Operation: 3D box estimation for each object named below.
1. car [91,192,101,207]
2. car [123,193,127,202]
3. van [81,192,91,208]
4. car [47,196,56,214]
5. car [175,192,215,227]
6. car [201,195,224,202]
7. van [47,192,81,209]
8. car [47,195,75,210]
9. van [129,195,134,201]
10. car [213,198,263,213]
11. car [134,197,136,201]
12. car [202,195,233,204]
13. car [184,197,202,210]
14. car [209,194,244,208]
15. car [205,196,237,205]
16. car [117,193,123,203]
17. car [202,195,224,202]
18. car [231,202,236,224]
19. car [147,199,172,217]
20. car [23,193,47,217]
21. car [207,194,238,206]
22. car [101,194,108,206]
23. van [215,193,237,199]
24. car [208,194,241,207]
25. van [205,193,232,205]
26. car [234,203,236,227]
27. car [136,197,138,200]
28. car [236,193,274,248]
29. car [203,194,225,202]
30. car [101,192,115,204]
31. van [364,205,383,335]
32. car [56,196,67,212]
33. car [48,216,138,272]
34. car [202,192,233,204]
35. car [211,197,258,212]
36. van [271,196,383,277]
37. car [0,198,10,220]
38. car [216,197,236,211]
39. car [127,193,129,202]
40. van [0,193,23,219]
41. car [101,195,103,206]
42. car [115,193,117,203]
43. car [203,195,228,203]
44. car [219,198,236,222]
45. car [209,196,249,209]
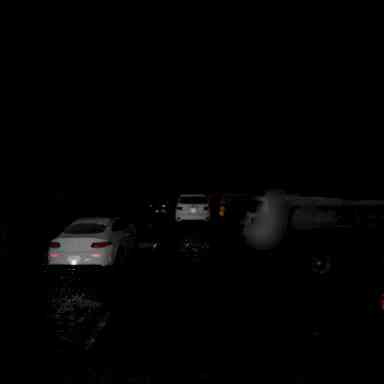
[{"bbox_3d":[-15.576,1.082,44.156,5.566,2.045,2.435,0,0,0],"label":"car"},{"bbox_3d":[-15.530,1.366,63.485,5.008,1.535,2.097,0,0,0],"label":"car"},{"bbox_3d":[-15.433,1.105,41.376,4.442,1.987,1.878,0,0,0],"label":"van"},{"bbox_3d":[-15.550,1.341,30.261,4.892,1.521,2.231,0,0,0],"label":"car"},{"bbox_3d":[0.095,1.116,21.685,2.150,2.045,5.566,0,0,0],"label":"car"},{"bbox_3d":[4.633,1.362,75.568,5.008,1.535,2.097,0,0,0],"label":"car"},{"bbox_3d":[-15.668,1.106,38.599,4.442,1.987,1.878,0,0,0],"label":"van"},{"bbox_3d":[-15.550,1.373,35.694,4.674,1.452,2.002,0,0,0],"label":"car"},{"bbox_3d":[-15.414,1.154,71.825,4.442,1.987,1.878,0,0,0],"label":"van"},{"bbox_3d":[4.628,1.347,34.208,4.892,1.521,2.231,0,0,0],"label":"car"},{"bbox_3d":[-15.560,1.249,74.733,4.553,1.767,2.185,0,0,0],"label":"car"},{"bbox_3d":[4.445,1.350,59.021,5.366,1.575,1.946,0,0,0],"label":"car"},{"bbox_3d":[0.093,1.351,41.140,2.128,1.511,4.902,0,0,0],"label":"car"},{"bbox_3d":[4.601,1.213,45.235,4.553,1.767,2.185,0,0,0],"label":"car"},{"bbox_3d":[4.636,1.345,53.506,5.008,1.535,2.097,0,0,0],"label":"car"},{"bbox_3d":[-15.568,1.103,58.053,5.566,2.045,2.435,0,0,0],"label":"car"},{"bbox_3d":[4.625,1.405,72.812,4.674,1.452,2.002,0,0,0],"label":"car"},{"bbox_3d":[4.639,1.429,17.665,4.674,1.452,2.002,0,0,0],"label":"car"},{"bbox_3d":[-2.905,1.365,29.897,2.128,1.511,4.902,0,0,0],"label":"car"},{"bbox_3d":[-15.530,1.092,27.480,5.566,2.045,2.435,0,0,0],"label":"car"},{"bbox_3d":[4.662,1.216,50.749,4.553,1.767,2.185,0,0,0],"label":"car"},{"bbox_3d":[-15.541,1.378,49.649,4.674,1.452,2.002,0,0,0],"label":"car"},{"bbox_3d":[4.517,1.125,31.326,4.442,1.987,1.878,0,0,0],"label":"van"},{"bbox_3d":[4.663,1.214,47.993,4.553,1.767,2.185,0,0,0],"label":"car"},{"bbox_3d":[4.514,1.123,56.264,4.442,1.987,1.878,0,0,0],"label":"van"},{"bbox_3d":[4.643,1.400,14.907,5.008,1.535,2.097,0,0,0],"label":"car"},{"bbox_3d":[-15.496,1.385,80.169,4.792,1.488,2.163,0,0,0],"label":"car"},{"bbox_3d":[4.666,1.161,12.150,5.566,2.045,2.435,0,0,0],"label":"car"},{"bbox_3d":[4.597,1.241,70.055,4.553,1.767,2.185,0,0,0],"label":"car"},{"bbox_3d":[-15.514,1.091,52.368,5.566,2.045,2.435,0,0,0],"label":"car"},{"bbox_3d":[4.756,1.229,3.879,4.442,1.987,1.878,0,0,0],"label":"van"},{"bbox_3d":[-15.525,1.365,33.040,4.792,1.488,2.163,0,0,0],"label":"car"},{"bbox_3d":[-2.903,1.467,10.499,1.812,1.442,4.674,0,0,0],"label":"car"},{"bbox_3d":[4.658,1.106,61.779,5.566,2.045,2.435,0,0,0],"label":"car"},{"bbox_3d":[4.627,1.344,36.964,4.892,1.521,2.231,0,0,0],"label":"car"},{"bbox_3d":[4.755,1.200,9.392,4.442,1.987,1.878,0,0,0],"label":"van"},{"bbox_3d":[-15.376,1.354,21.924,5.366,1.575,1.946,0,0,0],"label":"car"},{"bbox_3d":[4.821,1.360,25.935,5.366,1.575,1.946,0,0,0],"label":"car"},{"bbox_3d":[-15.565,1.247,66.389,4.553,1.767,2.185,0,0,0],"label":"car"},{"bbox_3d":[-15.443,1.124,24.703,4.442,1.987,1.878,0,0,0],"label":"van"},{"bbox_3d":[-15.543,1.375,46.935,4.674,1.452,2.002,0,0,0],"label":"car"},{"bbox_3d":[-15.726,1.345,55.272,5.366,1.575,1.946,0,0,0],"label":"car"},{"bbox_3d":[4.635,1.368,67.293,4.892,1.521,2.231,0,0,0],"label":"car"},{"bbox_3d":[4.629,1.372,23.179,4.892,1.521,2.231,0,0,0],"label":"car"},{"bbox_3d":[4.626,1.340,42.478,4.892,1.521,2.231,0,0,0],"label":"car"}]
